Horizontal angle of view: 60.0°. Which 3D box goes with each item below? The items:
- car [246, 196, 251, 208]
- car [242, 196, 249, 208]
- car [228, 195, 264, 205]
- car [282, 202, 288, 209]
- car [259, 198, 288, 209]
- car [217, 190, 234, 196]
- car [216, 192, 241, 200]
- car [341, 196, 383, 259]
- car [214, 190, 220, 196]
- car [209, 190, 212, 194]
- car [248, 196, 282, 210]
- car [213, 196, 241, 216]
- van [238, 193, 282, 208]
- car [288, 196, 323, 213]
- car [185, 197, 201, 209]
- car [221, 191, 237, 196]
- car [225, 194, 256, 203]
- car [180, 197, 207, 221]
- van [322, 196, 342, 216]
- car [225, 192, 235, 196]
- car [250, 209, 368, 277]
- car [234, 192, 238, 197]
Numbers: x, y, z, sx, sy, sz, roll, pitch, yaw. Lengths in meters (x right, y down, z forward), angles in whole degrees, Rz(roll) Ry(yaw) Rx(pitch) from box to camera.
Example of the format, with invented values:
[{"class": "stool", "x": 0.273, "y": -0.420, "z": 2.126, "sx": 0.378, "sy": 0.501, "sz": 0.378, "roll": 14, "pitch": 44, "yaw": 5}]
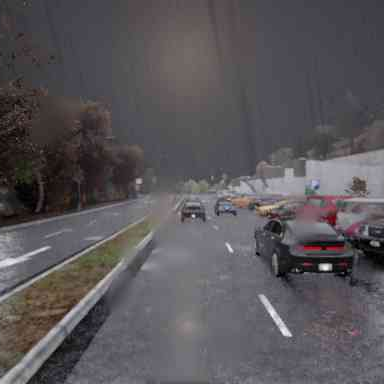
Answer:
[{"class": "car", "x": 8.100, "y": 1.428, "z": 31.767, "sx": 4.792, "sy": 1.488, "sz": 2.163, "roll": 1, "pitch": 0, "yaw": -20}, {"class": "car", "x": 8.069, "y": 1.406, "z": 34.739, "sx": 4.674, "sy": 1.452, "sz": 2.002, "roll": 1, "pitch": 0, "yaw": -20}, {"class": "car", "x": 8.102, "y": 1.189, "z": 49.669, "sx": 4.792, "sy": 1.488, "sz": 2.163, "roll": 0, "pitch": 1, "yaw": -20}, {"class": "car", "x": 8.069, "y": 1.506, "z": 19.813, "sx": 4.674, "sy": 1.452, "sz": 2.002, "roll": 1, "pitch": 0, "yaw": -20}, {"class": "car", "x": 8.046, "y": 1.470, "z": 25.770, "sx": 4.792, "sy": 1.488, "sz": 2.163, "roll": 1, "pitch": 1, "yaw": -20}, {"class": "car", "x": 8.087, "y": 0.955, "z": 64.561, "sx": 4.892, "sy": 1.521, "sz": 2.231, "roll": 1, "pitch": 1, "yaw": -20}, {"class": "car", "x": 8.072, "y": 0.860, "z": 73.512, "sx": 4.892, "sy": 1.521, "sz": 2.231, "roll": 1, "pitch": 0, "yaw": -20}, {"class": "car", "x": 8.050, "y": 1.228, "z": 10.845, "sx": 5.566, "sy": 2.045, "sz": 2.435, "roll": 1, "pitch": 0, "yaw": -20}, {"class": "car", "x": 8.107, "y": 0.668, "z": 67.560, "sx": 5.566, "sy": 2.045, "sz": 2.435, "roll": 1, "pitch": 0, "yaw": -20}, {"class": "car", "x": 7.907, "y": 0.747, "z": 85.374, "sx": 5.366, "sy": 1.575, "sz": 1.946, "roll": 1, "pitch": 1, "yaw": -20}, {"class": "car", "x": 7.901, "y": 1.416, "z": 28.697, "sx": 5.366, "sy": 1.575, "sz": 1.946, "roll": 1, "pitch": 1, "yaw": -20}, {"class": "car", "x": 3.104, "y": 1.452, "z": 31.935, "sx": 2.033, "sy": 1.411, "sz": 5.357, "roll": 0, "pitch": 1, "yaw": 0}, {"class": "van", "x": 7.969, "y": 1.108, "z": 37.668, "sx": 4.442, "sy": 1.987, "sz": 1.878, "roll": 0, "pitch": 1, "yaw": -20}, {"class": "car", "x": 8.102, "y": 1.223, "z": 16.842, "sx": 5.566, "sy": 2.045, "sz": 2.435, "roll": 1, "pitch": 0, "yaw": -20}, {"class": "car", "x": 0.105, "y": 1.333, "z": 42.960, "sx": 1.994, "sy": 1.385, "sz": 4.181, "roll": 0, "pitch": 1, "yaw": 0}, {"class": "car", "x": 7.903, "y": 1.108, "z": 52.573, "sx": 5.366, "sy": 1.575, "sz": 1.946, "roll": 0, "pitch": 1, "yaw": -20}, {"class": "car", "x": 8.072, "y": 1.110, "z": 55.622, "sx": 4.674, "sy": 1.452, "sz": 2.002, "roll": 0, "pitch": 1, "yaw": -20}, {"class": "car", "x": 0.103, "y": 1.452, "z": 26.631, "sx": 1.837, "sy": 1.490, "sz": 4.892, "roll": 0, "pitch": 1, "yaw": 0}, {"class": "van", "x": 7.967, "y": 1.250, "z": 13.798, "sx": 4.442, "sy": 1.987, "sz": 1.878, "roll": 1, "pitch": 0, "yaw": -20}, {"class": "car", "x": 7.902, "y": 1.202, "z": 46.607, "sx": 5.366, "sy": 1.575, "sz": 1.946, "roll": 0, "pitch": 1, "yaw": -20}, {"class": "car", "x": 3.101, "y": 1.496, "z": 10.149, "sx": 1.837, "sy": 1.490, "sz": 4.892, "roll": 0, "pitch": 0, "yaw": 0}, {"class": "car", "x": 8.047, "y": 1.168, "z": 40.697, "sx": 4.553, "sy": 1.767, "sz": 2.185, "roll": 0, "pitch": 1, "yaw": -20}]
